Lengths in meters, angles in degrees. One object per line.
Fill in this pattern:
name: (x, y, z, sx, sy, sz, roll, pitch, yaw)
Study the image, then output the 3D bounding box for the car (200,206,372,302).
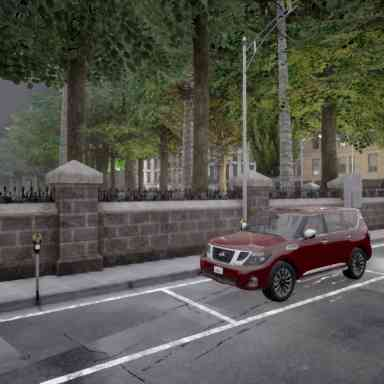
car: (2.586, 1.314, 8.432, 5.009, 1.841, 2.192, 0, 0, -36)
